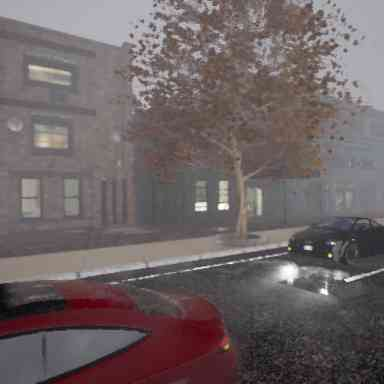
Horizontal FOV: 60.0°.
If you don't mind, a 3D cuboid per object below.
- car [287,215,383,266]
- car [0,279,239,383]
[{"bbox_3d":[5.196,1.527,11.434,4.181,1.385,1.994,0,0,-36],"label":"car"},{"bbox_3d":[-1.702,1.526,2.476,4.674,1.442,1.812,0,0,-36],"label":"car"}]
